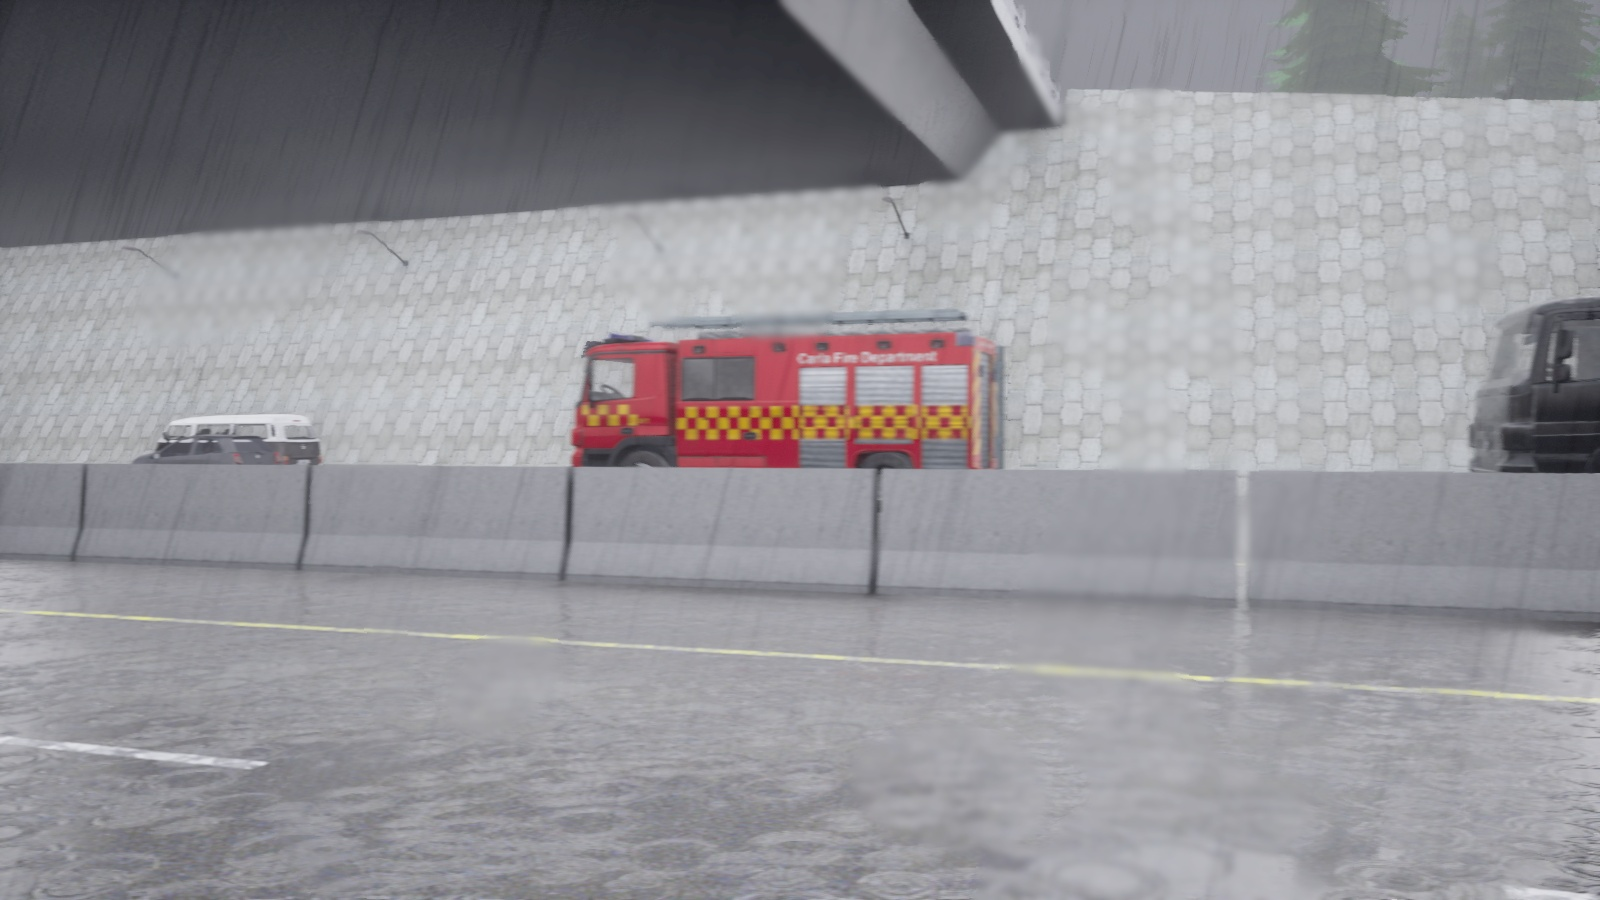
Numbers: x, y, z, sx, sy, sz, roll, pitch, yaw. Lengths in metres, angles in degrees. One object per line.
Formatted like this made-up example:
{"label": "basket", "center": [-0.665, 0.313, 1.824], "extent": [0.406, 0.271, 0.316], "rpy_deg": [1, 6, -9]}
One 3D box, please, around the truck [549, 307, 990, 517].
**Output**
{"label": "truck", "center": [-0.615, -0.749, 25.537], "extent": [8.468, 3.827, 2.891], "rpy_deg": [1, 1, 19]}

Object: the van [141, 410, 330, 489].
{"label": "van", "center": [-15.345, -0.055, 34.197], "extent": [4.480, 2.038, 2.069], "rpy_deg": [1, 1, 19]}

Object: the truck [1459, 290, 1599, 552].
{"label": "truck", "center": [13.652, -0.377, 17.048], "extent": [7.936, 3.462, 2.891], "rpy_deg": [1, 1, 19]}

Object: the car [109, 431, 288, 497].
{"label": "car", "center": [-14.443, 0.302, 30.207], "extent": [3.633, 1.501, 1.845], "rpy_deg": [1, 1, 19]}
